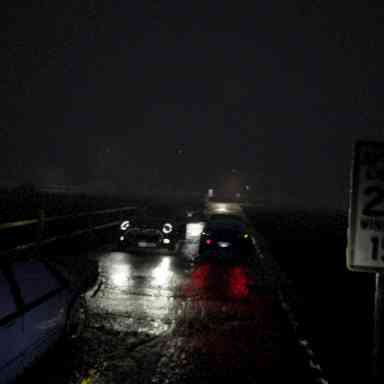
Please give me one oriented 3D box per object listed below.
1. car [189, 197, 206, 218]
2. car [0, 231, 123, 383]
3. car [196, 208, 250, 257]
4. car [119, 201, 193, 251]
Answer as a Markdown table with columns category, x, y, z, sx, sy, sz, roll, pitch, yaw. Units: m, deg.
| category | x | y | z | sx | sy | sz | roll | pitch | yaw |
| --- | --- | --- | --- | --- | --- | --- | --- | --- | --- |
| car | 0.160 | 1.483 | 27.545 | 2.128 | 1.511 | 4.902 | 3 | 0 | 7 |
| car | -2.668 | 1.401 | 3.557 | 2.033 | 1.411 | 5.357 | 3 | 0 | 7 |
| car | 1.350 | 1.593 | 13.406 | 1.812 | 1.442 | 4.674 | 3 | 0 | 7 |
| car | -1.443 | 1.267 | 13.898 | 2.097 | 1.767 | 4.553 | 3 | 0 | 7 |
